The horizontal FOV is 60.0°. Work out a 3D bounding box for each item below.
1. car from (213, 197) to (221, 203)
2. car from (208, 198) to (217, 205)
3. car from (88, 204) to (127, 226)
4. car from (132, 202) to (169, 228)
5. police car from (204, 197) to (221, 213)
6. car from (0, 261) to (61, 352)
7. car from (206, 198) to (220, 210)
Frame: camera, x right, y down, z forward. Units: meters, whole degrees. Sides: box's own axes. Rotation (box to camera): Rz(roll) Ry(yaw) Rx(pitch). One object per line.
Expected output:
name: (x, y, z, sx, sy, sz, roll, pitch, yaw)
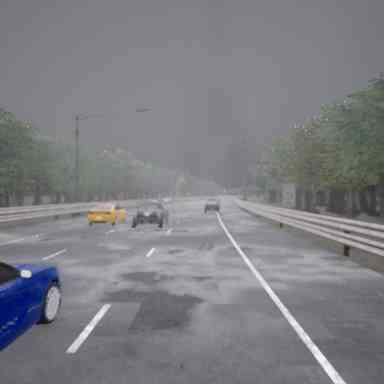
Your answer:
car: (6.867, 2.227, 92.221, 1.812, 1.442, 4.674, 0, -1, 9)
car: (4.733, 2.070, 76.541, 1.837, 1.490, 4.892, 0, -1, 7)
car: (-6.331, 1.669, 25.377, 1.882, 1.535, 5.008, 0, 0, 2)
car: (-2.879, 1.535, 24.050, 2.097, 1.767, 4.553, 0, 0, 2)
police car: (2.559, 1.786, 42.530, 1.930, 1.638, 5.238, 0, -1, 4)
car: (-3.359, 1.506, 4.194, 1.882, 1.535, 5.008, 0, 0, 0)
car: (3.308, 1.806, 52.209, 2.097, 1.767, 4.553, 0, -1, 5)
